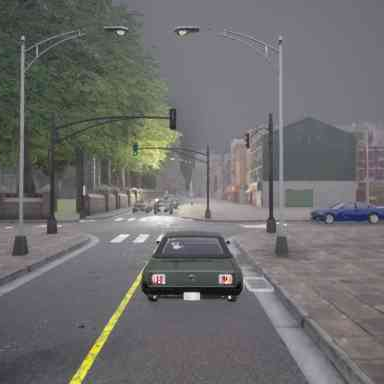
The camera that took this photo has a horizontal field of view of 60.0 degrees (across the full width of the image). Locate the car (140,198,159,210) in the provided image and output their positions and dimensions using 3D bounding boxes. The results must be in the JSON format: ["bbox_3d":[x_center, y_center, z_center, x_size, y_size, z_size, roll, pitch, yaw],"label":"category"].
[{"bbox_3d":[-5.543,1.597,44.016,2.008,1.369,4.403,1,0,0],"label":"car"}]

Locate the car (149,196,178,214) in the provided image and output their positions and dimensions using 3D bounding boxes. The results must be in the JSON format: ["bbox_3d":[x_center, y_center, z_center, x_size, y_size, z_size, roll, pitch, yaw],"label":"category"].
[{"bbox_3d":[-2.947,1.523,35.354,2.128,1.511,4.902,0,0,0],"label":"car"}]

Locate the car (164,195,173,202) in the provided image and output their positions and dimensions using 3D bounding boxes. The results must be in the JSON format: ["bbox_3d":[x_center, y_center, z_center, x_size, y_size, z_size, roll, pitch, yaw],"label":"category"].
[{"bbox_3d":[-5.851,1.619,82.166,1.967,1.590,4.097,1,0,0],"label":"car"}]

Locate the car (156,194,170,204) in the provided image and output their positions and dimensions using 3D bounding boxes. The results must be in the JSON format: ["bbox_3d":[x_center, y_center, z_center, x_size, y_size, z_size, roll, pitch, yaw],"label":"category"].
[{"bbox_3d":[-5.715,1.422,65.816,2.192,1.841,5.009,1,0,0],"label":"car"}]

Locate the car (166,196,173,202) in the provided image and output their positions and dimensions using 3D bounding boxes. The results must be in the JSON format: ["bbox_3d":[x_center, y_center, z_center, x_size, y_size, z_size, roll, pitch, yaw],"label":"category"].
[{"bbox_3d":[-5.895,1.732,87.446,1.752,1.417,4.829,1,0,0],"label":"car"}]

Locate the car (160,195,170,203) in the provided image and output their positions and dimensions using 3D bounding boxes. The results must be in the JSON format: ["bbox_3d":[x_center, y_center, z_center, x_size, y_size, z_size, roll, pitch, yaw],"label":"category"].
[{"bbox_3d":[-5.762,1.568,71.266,1.967,1.590,4.097,1,0,0],"label":"car"}]

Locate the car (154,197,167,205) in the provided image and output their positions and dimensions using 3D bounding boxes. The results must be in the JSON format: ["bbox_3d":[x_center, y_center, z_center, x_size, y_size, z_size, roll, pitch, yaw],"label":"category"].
[{"bbox_3d":[-5.676,1.670,60.365,1.802,1.307,4.206,1,0,0],"label":"car"}]

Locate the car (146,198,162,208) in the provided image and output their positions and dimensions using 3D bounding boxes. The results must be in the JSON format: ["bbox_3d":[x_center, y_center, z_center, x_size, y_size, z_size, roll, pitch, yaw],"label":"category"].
[{"bbox_3d":[-5.587,1.623,49.466,1.947,1.339,4.313,1,0,0],"label":"car"}]

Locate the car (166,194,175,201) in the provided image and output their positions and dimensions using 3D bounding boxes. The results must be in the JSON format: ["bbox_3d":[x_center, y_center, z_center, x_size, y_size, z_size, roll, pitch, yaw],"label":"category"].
[{"bbox_3d":[-5.937,1.554,93.068,2.192,1.841,5.009,1,0,0],"label":"car"}]

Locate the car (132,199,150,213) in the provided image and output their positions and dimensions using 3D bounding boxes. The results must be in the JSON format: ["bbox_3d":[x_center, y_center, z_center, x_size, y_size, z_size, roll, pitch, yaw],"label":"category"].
[{"bbox_3d":[-5.512,1.585,36.880,2.008,1.369,4.403,1,0,0],"label":"car"}]

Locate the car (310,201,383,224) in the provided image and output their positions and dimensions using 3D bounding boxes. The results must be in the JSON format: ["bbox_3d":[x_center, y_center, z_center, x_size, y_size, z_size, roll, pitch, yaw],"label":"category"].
[{"bbox_3d":[10.943,1.430,23.544,5.008,1.535,1.882,-1,-1,0],"label":"car"}]

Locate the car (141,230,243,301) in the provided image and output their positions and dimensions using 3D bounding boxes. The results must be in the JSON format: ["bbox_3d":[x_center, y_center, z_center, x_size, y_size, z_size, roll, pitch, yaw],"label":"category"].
[{"bbox_3d":[0.027,1.605,8.256,1.895,1.301,4.718,0,0,1],"label":"car"}]

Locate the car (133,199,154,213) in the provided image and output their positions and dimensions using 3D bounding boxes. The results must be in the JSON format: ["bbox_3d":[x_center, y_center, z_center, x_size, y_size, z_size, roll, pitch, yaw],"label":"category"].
[{"bbox_3d":[-5.552,1.563,38.854,1.752,1.417,4.829,1,0,0],"label":"car"}]

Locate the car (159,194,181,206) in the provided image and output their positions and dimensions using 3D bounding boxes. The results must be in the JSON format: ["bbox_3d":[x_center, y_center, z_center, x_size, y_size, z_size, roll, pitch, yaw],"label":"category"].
[{"bbox_3d":[-3.026,1.401,45.249,2.097,1.767,4.553,0,0,0],"label":"car"}]
